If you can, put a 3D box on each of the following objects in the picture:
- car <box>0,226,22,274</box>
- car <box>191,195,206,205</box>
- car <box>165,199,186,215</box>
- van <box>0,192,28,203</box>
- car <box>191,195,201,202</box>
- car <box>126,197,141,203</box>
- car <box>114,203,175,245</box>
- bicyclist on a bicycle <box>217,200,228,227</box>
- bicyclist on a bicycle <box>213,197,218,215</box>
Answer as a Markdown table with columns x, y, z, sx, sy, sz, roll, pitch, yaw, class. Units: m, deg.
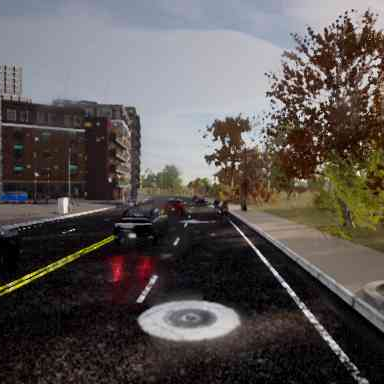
| x | y | z | sx | sy | sz | roll | pitch | yaw | class |
| --- | --- | --- | --- | --- | --- | --- | --- | --- | --- |
| -6.014 | 1.486 | 7.810 | 2.128 | 1.511 | 4.902 | 0 | 0 | 3 | car |
| 1.449 | 1.491 | 59.015 | 2.033 | 1.411 | 5.357 | 0 | 0 | -1 | car |
| -1.711 | 1.452 | 33.717 | 1.882 | 1.535 | 5.008 | 0 | 0 | 1 | car |
| -29.503 | 0.856 | 55.422 | 3.998 | 1.788 | 1.690 | 1 | -1 | -30 | van |
| 0.893 | 1.401 | 73.684 | 1.882 | 1.535 | 5.008 | 0 | 0 | -3 | car |
| -8.233 | 1.495 | 47.028 | 2.128 | 1.511 | 4.902 | 0 | 0 | -3 | car |
| -2.219 | 1.481 | 15.434 | 2.128 | 1.511 | 4.902 | 0 | 0 | 2 | car |
| 2.036 | 1.438 | 20.962 | 0.582 | 1.620 | 1.656 | 0 | 0 | 2 | bicyclist on a bicycle |
| 2.290 | 1.347 | 30.876 | 0.659 | 1.776 | 1.843 | 0 | 0 | 1 | bicyclist on a bicycle |
